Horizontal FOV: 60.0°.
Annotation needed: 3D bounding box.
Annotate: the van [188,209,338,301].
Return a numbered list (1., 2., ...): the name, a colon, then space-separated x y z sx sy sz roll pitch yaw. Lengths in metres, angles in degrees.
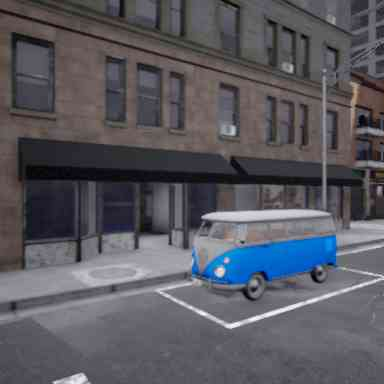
1. van: 1.825 1.341 8.065 3.998 1.788 1.690 0 0 -35
